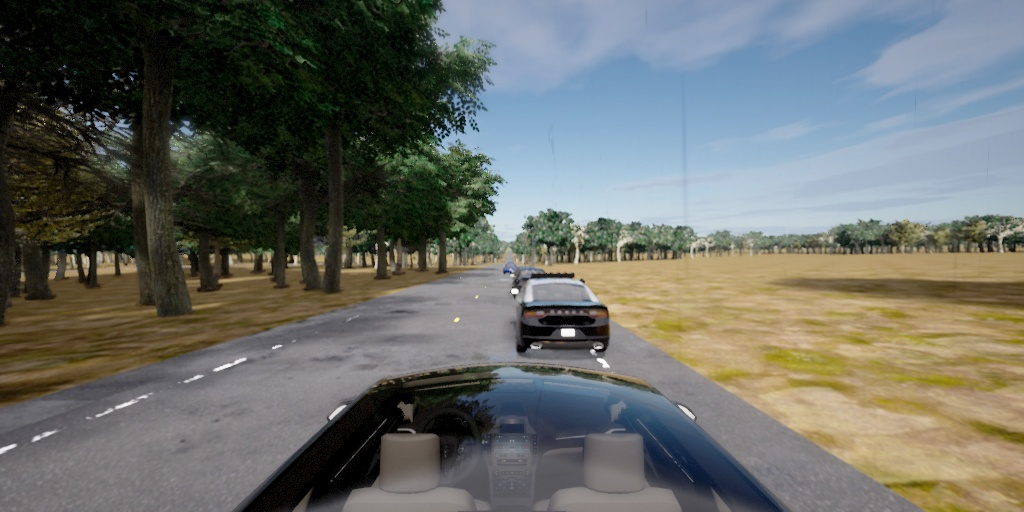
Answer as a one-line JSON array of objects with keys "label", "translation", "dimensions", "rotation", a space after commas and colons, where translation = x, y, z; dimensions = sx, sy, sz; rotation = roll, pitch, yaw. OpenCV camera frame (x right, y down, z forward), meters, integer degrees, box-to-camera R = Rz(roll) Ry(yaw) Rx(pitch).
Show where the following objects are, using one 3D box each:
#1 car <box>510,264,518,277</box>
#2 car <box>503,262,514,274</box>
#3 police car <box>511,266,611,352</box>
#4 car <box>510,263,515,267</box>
[{"label": "car", "translation": [0.986, 1.380, 19.085], "dimensions": [1.837, 1.490, 4.892], "rotation": [0, 0, 0]}, {"label": "car", "translation": [-0.141, 1.669, 46.783], "dimensions": [1.994, 1.385, 4.181], "rotation": [0, -1, 0]}, {"label": "police car", "translation": [1.023, 1.227, 9.194], "dimensions": [1.930, 1.638, 5.238], "rotation": [0, 0, 0]}, {"label": "car", "translation": [0.963, 1.447, 25.088], "dimensions": [1.812, 1.442, 4.674], "rotation": [0, 0, 0]}]
